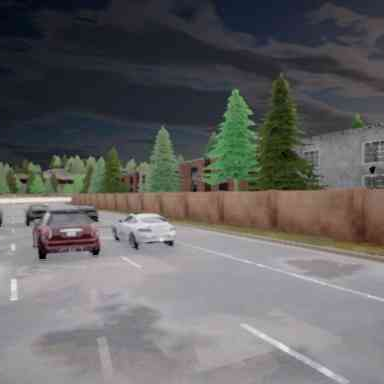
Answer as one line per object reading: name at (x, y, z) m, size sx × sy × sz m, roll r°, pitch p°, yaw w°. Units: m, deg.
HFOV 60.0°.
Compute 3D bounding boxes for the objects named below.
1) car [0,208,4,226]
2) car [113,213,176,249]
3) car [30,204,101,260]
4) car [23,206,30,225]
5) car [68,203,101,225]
car at (-15.358, 1.604, 24.952) m, size 2.097 × 1.767 × 4.553 m, roll 0°, pitch -1°, yaw -28°
car at (-2.308, 1.691, 15.481) m, size 1.812 × 1.442 × 4.674 m, roll 0°, pitch 0°, yaw -28°
car at (-5.167, 1.491, 13.403) m, size 2.097 × 1.767 × 4.553 m, roll 0°, pitch -1°, yaw -28°
car at (-12.315, 1.782, 26.679) m, size 1.837 × 1.490 × 4.892 m, roll 0°, pitch 0°, yaw -28°
car at (-9.234, 1.803, 28.339) m, size 1.837 × 1.490 × 4.892 m, roll 0°, pitch 0°, yaw -28°
